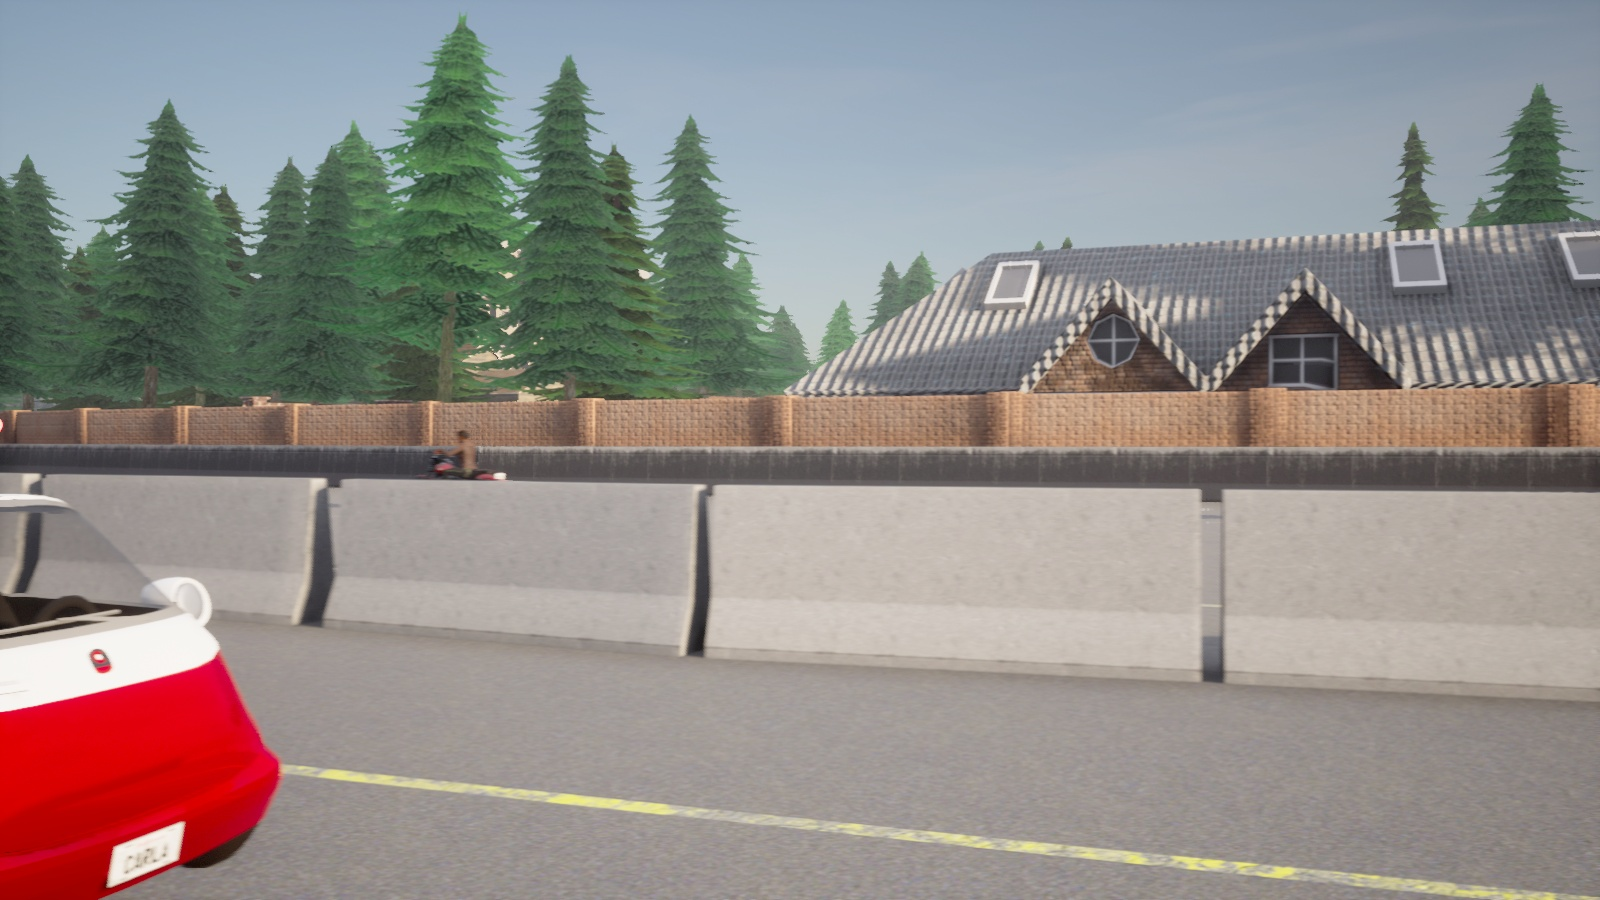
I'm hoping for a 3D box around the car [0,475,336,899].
[{"bbox_3d":[-2.975,0.804,4.216,2.207,1.376,1.481,0,1,20],"label":"car"}]

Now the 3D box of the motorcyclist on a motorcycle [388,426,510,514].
[{"bbox_3d":[-6.867,0.365,24.559,2.350,1.649,0.766,1,0,24],"label":"motorcyclist on a motorcycle"}]
